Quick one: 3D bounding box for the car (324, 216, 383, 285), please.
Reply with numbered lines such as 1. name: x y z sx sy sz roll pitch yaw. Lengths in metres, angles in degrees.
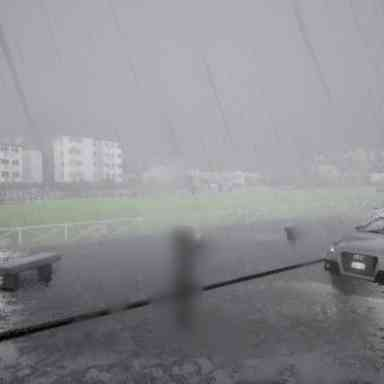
1. car: 5.109 1.294 8.054 4.181 1.385 1.994 -2 1 -34
